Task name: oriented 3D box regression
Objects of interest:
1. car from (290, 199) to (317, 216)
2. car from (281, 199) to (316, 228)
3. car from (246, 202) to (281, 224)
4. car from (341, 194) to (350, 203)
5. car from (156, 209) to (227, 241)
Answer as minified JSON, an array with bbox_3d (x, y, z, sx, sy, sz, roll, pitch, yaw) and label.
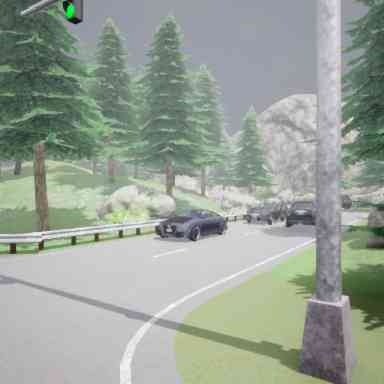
[{"bbox_3d":[11.314,1.520,33.658,1.837,1.490,4.892,0,0,28],"label":"car"},{"bbox_3d":[7.747,1.312,21.678,2.097,1.767,4.553,0,0,35],"label":"car"},{"bbox_3d":[5.733,1.507,25.100,2.128,1.511,4.902,0,0,35],"label":"car"},{"bbox_3d":[18.842,1.321,44.119,2.150,2.045,5.566,3,0,-4],"label":"car"},{"bbox_3d":[0.090,1.579,16.910,1.994,1.385,4.181,0,0,35],"label":"car"}]
